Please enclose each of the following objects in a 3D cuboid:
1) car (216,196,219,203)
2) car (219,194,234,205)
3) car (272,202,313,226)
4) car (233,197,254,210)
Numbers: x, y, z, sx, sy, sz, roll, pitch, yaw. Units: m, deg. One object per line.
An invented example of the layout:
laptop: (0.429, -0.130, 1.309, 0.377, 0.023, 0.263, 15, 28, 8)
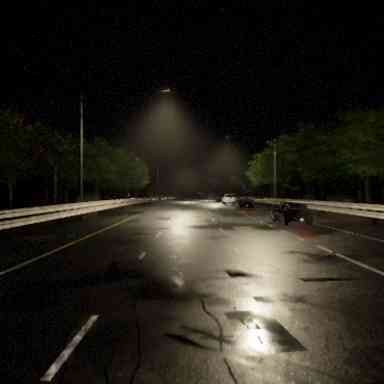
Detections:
car: (7.232, 1.793, 84.592, 2.097, 1.767, 4.553, 0, -1, 0)
car: (7.109, 1.419, 64.559, 2.150, 2.045, 5.566, 0, -1, 0)
car: (6.996, 1.509, 23.578, 1.837, 1.490, 4.892, 0, 0, 0)
car: (7.030, 1.574, 44.477, 1.812, 1.442, 4.674, 0, 0, 0)
